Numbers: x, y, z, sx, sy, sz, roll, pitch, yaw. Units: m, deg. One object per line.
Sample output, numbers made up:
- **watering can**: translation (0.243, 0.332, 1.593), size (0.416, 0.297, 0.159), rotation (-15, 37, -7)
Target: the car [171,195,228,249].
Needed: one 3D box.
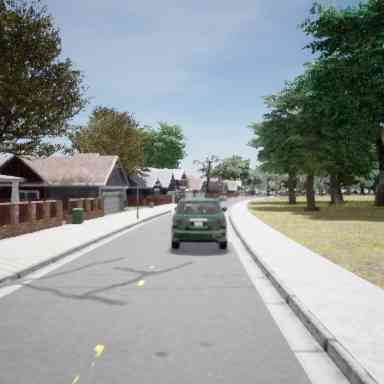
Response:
- **car**: translation (0.365, 1.253, 14.602), size (2.150, 2.045, 5.566), rotation (0, 0, 3)

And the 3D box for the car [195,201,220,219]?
- **car**: translation (1.453, 1.558, 29.467), size (1.994, 1.385, 4.181), rotation (0, 0, 6)

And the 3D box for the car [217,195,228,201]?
- **car**: translation (7.129, 1.458, 77.195), size (1.895, 1.301, 4.718), rotation (0, 0, 14)
